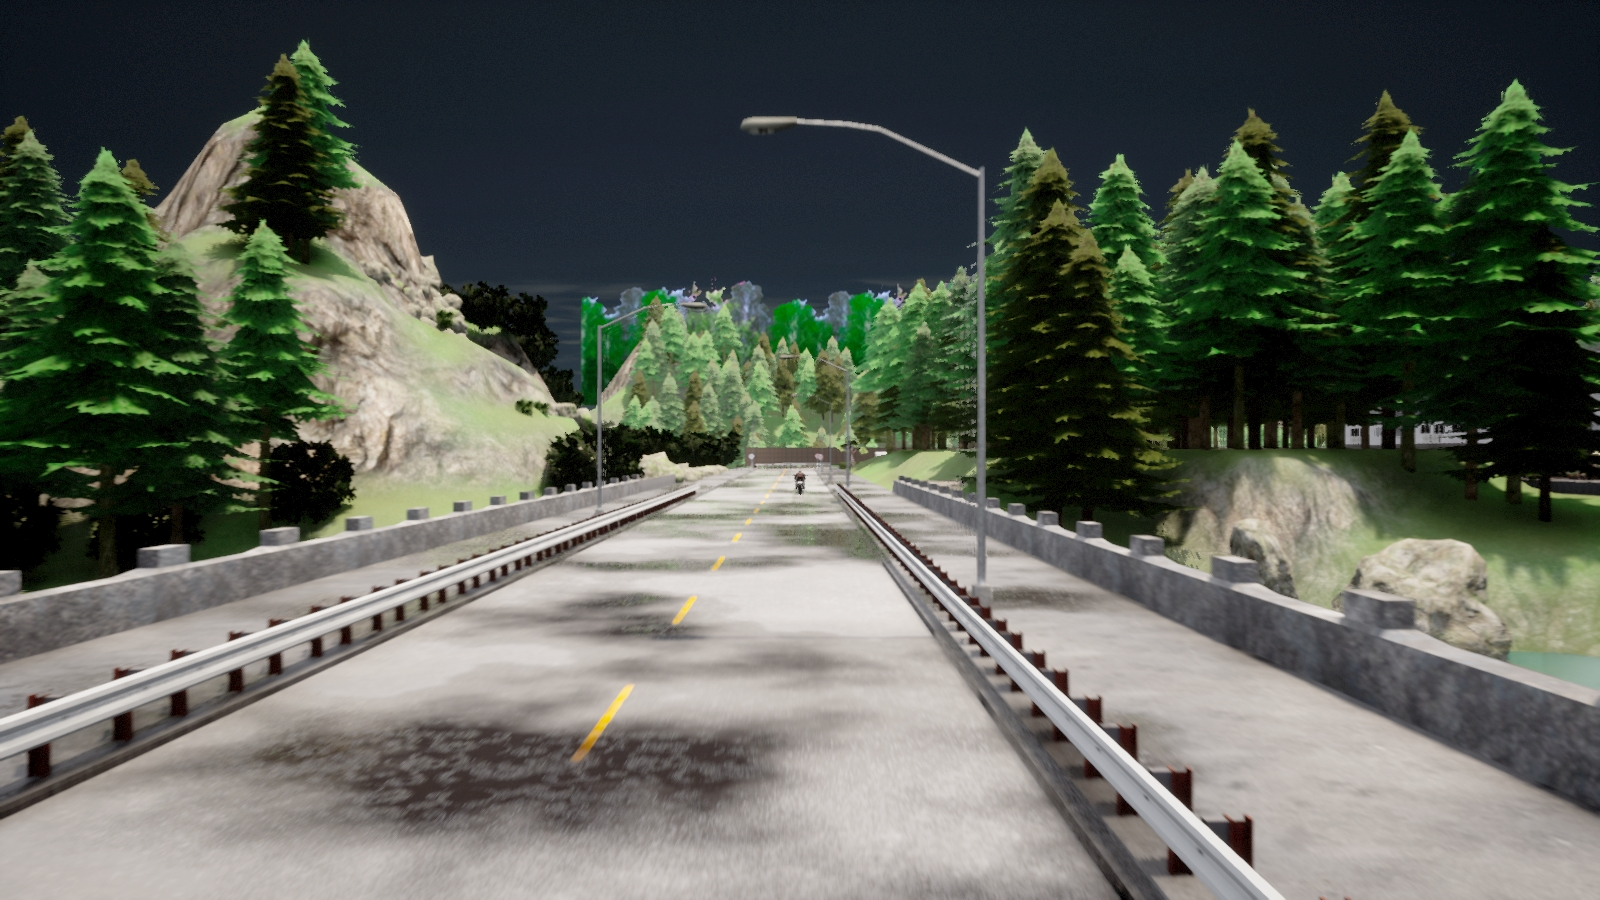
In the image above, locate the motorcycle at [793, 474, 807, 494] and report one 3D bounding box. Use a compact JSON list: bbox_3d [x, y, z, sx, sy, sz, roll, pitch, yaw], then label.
[{"bbox_3d":[0.008,2.205,73.904,0.867,1.251,2.209,0,0,0],"label":"motorcycle"}]
